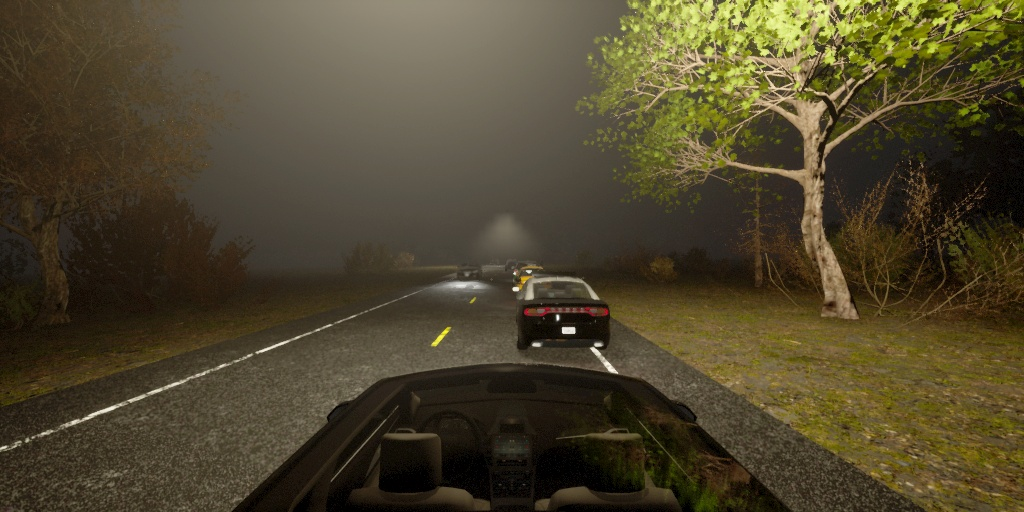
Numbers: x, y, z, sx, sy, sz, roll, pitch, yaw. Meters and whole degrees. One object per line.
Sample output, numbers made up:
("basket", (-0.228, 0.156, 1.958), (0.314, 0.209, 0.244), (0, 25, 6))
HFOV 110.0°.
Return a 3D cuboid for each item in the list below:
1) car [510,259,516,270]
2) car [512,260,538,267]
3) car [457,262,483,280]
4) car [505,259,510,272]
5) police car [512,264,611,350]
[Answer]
("car", (1.049, 1.106, 25.092), (2.097, 1.767, 4.553), (0, 0, 0))
("car", (1.049, 1.209, 19.312), (1.801, 1.575, 5.366), (0, 0, 0))
("car", (-3.601, 1.247, 31.105), (2.128, 1.511, 4.902), (0, 0, 0))
("car", (0.026, 1.283, 47.379), (1.812, 1.442, 4.674), (0, 0, 1))
("police car", (1.050, 1.177, 9.230), (1.930, 1.638, 5.238), (0, 0, 0))
